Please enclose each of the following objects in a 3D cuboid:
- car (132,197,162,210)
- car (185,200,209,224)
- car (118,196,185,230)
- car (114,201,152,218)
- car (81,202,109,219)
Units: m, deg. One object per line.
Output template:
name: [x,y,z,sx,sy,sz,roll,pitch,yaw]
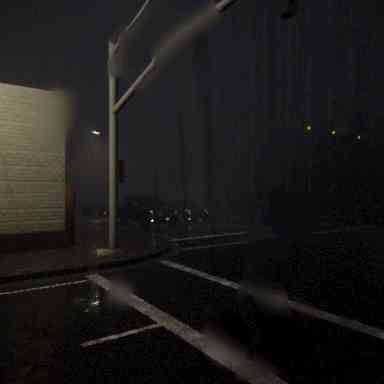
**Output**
car: [-6.190,1.523,45.066,1.882,1.535,5.008,0,0,-36]
car: [-0.717,1.401,25.061,2.097,1.767,4.553,0,0,-36]
car: [-3.084,1.272,22.347,2.150,2.045,5.566,0,0,-36]
car: [-5.737,1.613,32.089,1.994,1.385,4.181,0,0,-35]
car: [-8.550,1.615,30.013,1.994,1.385,4.181,0,0,-35]
